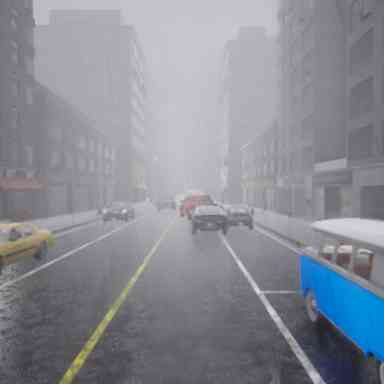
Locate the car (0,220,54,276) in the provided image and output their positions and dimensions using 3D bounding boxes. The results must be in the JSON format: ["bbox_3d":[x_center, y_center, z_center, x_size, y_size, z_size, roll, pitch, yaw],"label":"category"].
[{"bbox_3d":[-5.769,1.533,9.892,1.752,1.417,4.829,-1,0,0],"label":"car"}]

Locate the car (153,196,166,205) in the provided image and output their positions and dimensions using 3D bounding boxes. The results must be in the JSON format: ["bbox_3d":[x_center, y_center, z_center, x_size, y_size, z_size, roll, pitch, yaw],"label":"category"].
[{"bbox_3d":[-5.752,1.522,59.608,1.967,1.590,4.097,-1,0,0],"label":"car"}]

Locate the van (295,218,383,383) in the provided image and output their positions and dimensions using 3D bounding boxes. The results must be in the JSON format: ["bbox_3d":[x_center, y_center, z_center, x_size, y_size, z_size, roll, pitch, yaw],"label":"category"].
[{"bbox_3d":[2.752,1.344,4.554,1.690,1.788,3.998,-1,0,0],"label":"van"}]

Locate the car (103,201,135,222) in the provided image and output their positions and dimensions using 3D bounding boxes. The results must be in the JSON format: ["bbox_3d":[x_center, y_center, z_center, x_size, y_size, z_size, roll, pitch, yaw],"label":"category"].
[{"bbox_3d":[-5.764,1.468,26.578,1.967,1.590,4.097,-1,0,0],"label":"car"}]

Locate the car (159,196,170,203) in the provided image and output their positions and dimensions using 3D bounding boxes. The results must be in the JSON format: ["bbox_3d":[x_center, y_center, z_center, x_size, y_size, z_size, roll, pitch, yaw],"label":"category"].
[{"bbox_3d":[-5.746,1.654,70.619,2.008,1.369,4.403,-1,0,0],"label":"car"}]

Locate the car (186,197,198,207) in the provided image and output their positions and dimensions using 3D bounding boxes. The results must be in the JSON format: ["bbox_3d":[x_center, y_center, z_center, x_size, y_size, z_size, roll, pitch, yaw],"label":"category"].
[{"bbox_3d":[0.021,1.578,55.111,1.837,1.490,4.892,0,0,0],"label":"car"}]

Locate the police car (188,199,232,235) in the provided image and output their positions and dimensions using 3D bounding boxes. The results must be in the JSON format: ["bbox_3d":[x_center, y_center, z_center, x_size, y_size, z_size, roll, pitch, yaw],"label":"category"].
[{"bbox_3d":[0.907,1.443,19.281,1.930,1.638,5.238,0,0,0],"label":"police car"}]

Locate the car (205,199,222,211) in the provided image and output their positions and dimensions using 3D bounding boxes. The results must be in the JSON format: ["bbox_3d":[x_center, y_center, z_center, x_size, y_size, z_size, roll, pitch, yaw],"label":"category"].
[{"bbox_3d":[2.769,1.597,43.090,1.887,1.381,4.507,-1,0,0],"label":"car"}]

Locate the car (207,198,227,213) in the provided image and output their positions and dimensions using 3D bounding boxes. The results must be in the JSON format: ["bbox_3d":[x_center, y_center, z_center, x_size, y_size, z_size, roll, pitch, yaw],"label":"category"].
[{"bbox_3d":[2.765,1.484,37.585,1.967,1.590,4.097,-1,0,0],"label":"car"}]

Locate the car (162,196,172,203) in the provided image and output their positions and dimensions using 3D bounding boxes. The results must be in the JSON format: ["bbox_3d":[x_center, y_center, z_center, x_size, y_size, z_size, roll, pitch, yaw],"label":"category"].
[{"bbox_3d":[-5.744,1.659,76.124,1.887,1.381,4.507,-1,0,0],"label":"car"}]

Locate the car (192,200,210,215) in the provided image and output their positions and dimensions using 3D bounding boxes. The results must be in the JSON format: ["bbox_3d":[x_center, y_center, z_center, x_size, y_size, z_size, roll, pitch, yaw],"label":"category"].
[{"bbox_3d":[0.914,1.566,35.172,1.812,1.442,4.674,0,0,0],"label":"car"}]

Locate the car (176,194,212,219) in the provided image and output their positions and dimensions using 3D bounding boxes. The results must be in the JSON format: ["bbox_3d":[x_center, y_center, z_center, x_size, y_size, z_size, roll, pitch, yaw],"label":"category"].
[{"bbox_3d":[0.346,1.242,28.963,2.150,2.045,5.566,-1,0,-12],"label":"car"}]

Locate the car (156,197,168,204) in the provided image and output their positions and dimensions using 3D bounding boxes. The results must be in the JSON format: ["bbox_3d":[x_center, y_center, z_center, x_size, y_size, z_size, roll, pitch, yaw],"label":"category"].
[{"bbox_3d":[-5.748,1.658,65.113,1.947,1.339,4.313,-1,0,0],"label":"car"}]

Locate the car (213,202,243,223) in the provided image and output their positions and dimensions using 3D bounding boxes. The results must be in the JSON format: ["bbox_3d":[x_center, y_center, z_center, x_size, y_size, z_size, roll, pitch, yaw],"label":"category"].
[{"bbox_3d":[2.762,1.572,26.574,1.887,1.381,4.507,-1,0,0],"label":"car"}]

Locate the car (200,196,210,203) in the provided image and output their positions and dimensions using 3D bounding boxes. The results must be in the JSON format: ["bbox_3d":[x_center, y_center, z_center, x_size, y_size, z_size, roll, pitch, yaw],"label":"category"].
[{"bbox_3d":[2.779,1.648,70.615,1.887,1.381,4.507,-1,0,0],"label":"car"}]

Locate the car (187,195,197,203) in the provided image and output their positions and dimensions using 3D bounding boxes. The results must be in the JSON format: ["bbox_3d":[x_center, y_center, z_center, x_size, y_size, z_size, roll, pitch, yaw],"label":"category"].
[{"bbox_3d":[0.027,1.512,70.011,1.882,1.535,5.008,0,0,0],"label":"car"}]

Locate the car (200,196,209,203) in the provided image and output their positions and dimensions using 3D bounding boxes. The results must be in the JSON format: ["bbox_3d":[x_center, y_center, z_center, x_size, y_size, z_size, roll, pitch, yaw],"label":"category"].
[{"bbox_3d":[2.781,1.659,76.121,1.887,1.381,4.507,-1,0,0],"label":"car"}]

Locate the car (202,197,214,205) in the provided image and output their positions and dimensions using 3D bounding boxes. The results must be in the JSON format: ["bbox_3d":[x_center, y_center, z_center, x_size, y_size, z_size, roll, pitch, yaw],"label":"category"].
[{"bbox_3d":[2.775,1.647,59.605,1.947,1.339,4.313,-1,0,0],"label":"car"}]

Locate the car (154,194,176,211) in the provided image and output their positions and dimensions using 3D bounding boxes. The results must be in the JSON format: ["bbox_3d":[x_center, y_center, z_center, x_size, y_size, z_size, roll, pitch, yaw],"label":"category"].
[{"bbox_3d":[-3.073,1.270,41.416,2.150,2.045,5.566,0,0,0],"label":"car"}]

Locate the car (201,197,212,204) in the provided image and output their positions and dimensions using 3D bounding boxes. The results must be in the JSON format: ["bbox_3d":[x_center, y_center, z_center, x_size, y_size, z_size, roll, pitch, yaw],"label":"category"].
[{"bbox_3d":[2.777,1.637,65.110,1.887,1.381,4.507,-1,0,0],"label":"car"}]

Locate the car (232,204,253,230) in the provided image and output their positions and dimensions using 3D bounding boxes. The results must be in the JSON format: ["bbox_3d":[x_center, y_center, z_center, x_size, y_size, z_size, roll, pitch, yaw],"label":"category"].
[{"bbox_3d":[2.760,1.571,21.069,2.008,1.369,4.403,-1,0,0],"label":"car"}]
